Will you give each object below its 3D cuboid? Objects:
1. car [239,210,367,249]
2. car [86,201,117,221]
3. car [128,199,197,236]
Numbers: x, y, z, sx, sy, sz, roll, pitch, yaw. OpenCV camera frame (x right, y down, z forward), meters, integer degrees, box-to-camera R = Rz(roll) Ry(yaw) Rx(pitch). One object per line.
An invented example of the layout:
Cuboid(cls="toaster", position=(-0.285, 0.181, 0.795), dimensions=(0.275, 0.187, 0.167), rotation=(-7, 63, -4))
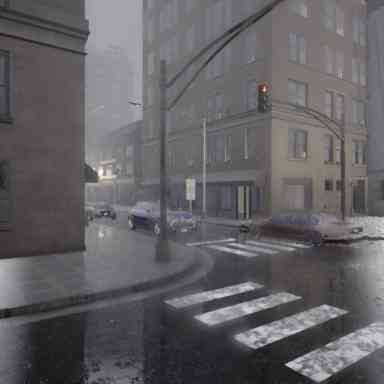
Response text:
Cuboid(cls="car", position=(4.636, 1.509, 14.631), dimensions=(2.033, 1.411, 5.357), rotation=(0, 1, -42))
Cuboid(cls="car", position=(-7.472, 1.428, 26.049), dimensions=(1.994, 1.385, 4.181), rotation=(0, 0, -35))
Cuboid(cls="car", position=(-1.675, 1.269, 17.944), dimensions=(2.097, 1.767, 4.553), rotation=(0, 0, -36))
